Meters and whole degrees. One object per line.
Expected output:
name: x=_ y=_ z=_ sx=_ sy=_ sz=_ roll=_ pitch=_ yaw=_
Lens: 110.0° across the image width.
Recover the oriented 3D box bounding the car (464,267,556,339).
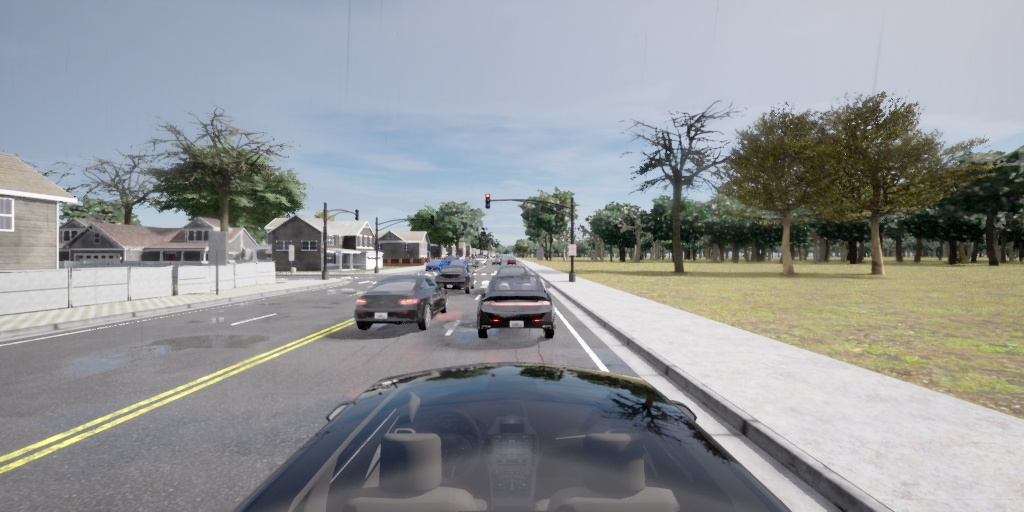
car: x=0.095 y=1.241 z=10.084 sx=2.128 sy=1.511 sz=4.902 roll=0 pitch=0 yaw=0

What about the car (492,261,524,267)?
car: x=0.030 y=1.227 z=19.540 sx=1.882 sy=1.535 sz=5.008 roll=0 pitch=0 yaw=0

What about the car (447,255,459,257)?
car: x=-9.869 y=0.939 z=59.704 sx=2.150 sy=2.045 sz=5.566 roll=0 pitch=1 yaw=1

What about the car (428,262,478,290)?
car: x=-3.153 y=1.254 z=20.208 sx=1.837 sy=1.490 sz=4.892 roll=0 pitch=0 yaw=-1

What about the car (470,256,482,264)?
car: x=-6.631 y=1.216 z=59.028 sx=2.128 sy=1.511 sz=4.902 roll=0 pitch=1 yaw=0

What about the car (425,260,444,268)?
car: x=-9.873 y=1.217 z=46.808 sx=1.882 sy=1.535 sz=5.008 roll=0 pitch=0 yaw=1

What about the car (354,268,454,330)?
car: x=-3.154 y=1.275 z=10.949 sx=1.812 sy=1.442 sz=4.674 roll=0 pitch=0 yaw=0

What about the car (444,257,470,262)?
car: x=-6.635 y=1.220 z=43.677 sx=1.882 sy=1.535 sz=5.008 roll=0 pitch=0 yaw=0
